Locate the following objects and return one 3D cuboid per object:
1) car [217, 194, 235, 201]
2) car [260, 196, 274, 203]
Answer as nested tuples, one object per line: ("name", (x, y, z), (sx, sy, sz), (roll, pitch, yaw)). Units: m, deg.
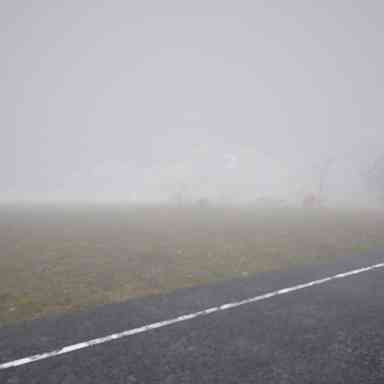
("car", (8.040, 1.312, 78.746), (1.882, 1.535, 5.008), (0, 0, -34))
("car", (15.073, 1.474, 68.407), (2.128, 1.511, 4.902), (0, 0, -34))
